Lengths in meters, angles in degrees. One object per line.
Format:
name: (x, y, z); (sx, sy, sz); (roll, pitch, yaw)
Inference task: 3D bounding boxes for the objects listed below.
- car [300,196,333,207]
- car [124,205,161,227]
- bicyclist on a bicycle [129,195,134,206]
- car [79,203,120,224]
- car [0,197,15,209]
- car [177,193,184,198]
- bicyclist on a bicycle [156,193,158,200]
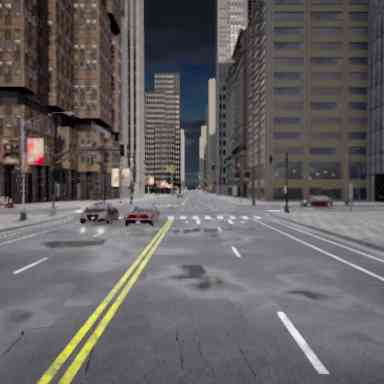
car: (16.705, 1.233, 44.947); (4.097, 1.590, 1.967); (0, 1, 0)
car: (-3.268, 1.544, 22.503); (1.895, 1.301, 4.718); (0, 0, 1)
bicyclist on a bicycle: (-8.723, 1.246, 47.799); (0.659, 1.776, 1.843); (0, 0, 0)
car: (-6.506, 1.505, 23.802); (1.994, 1.385, 4.181); (0, 0, 0)
car: (-24.709, 1.351, 41.841); (4.097, 1.590, 1.967); (0, 1, 0)
car: (-3.198, 0.986, 91.408); (1.895, 1.301, 4.718); (0, 0, 0)
bicyclist on a bicycle: (-8.702, 1.164, 83.138); (0.659, 1.776, 1.843); (0, 0, 0)
